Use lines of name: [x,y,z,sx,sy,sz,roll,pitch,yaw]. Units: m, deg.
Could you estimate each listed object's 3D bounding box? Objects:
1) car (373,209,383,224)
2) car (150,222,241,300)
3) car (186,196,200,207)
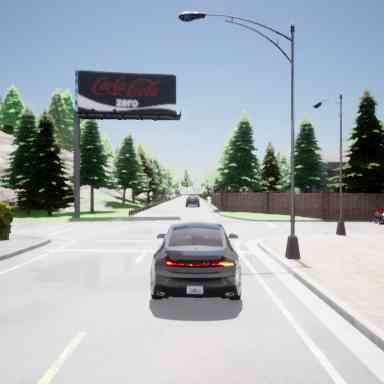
car: [15.755,1.527,24.174,4.553,1.767,2.097,0,0,1]
car: [0.125,1.504,8.362,1.837,1.490,4.892,0,0,2]
car: [0.119,1.350,52.318,2.097,1.767,4.553,0,0,0]
